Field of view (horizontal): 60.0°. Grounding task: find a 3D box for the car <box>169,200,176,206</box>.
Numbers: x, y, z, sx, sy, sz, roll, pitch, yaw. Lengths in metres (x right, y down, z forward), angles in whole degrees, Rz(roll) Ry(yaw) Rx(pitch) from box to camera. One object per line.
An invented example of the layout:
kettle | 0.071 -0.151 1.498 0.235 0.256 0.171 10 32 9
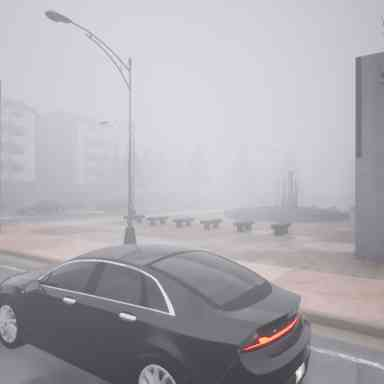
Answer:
car | -1.316 1.505 52.814 4.892 1.490 1.837 0 0 -33

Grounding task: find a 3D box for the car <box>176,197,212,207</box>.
car | 0.691 1.490 49.973 4.902 1.511 2.128 0 0 -33

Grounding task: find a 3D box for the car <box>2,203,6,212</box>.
car | -20.246 1.492 31.264 2.128 1.511 4.902 0 0 35

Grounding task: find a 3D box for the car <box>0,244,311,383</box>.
car | -0.922 1.505 4.649 4.892 1.490 1.837 0 0 35

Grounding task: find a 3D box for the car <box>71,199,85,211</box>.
car | -14.822 1.526 39.214 1.812 1.442 4.674 0 0 36

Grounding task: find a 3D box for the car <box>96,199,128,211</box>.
car | -9.489 1.564 40.422 1.994 1.385 4.181 0 0 39

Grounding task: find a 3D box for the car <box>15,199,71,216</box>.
car | -14.879 1.505 32.959 1.837 1.490 4.892 0 0 34
